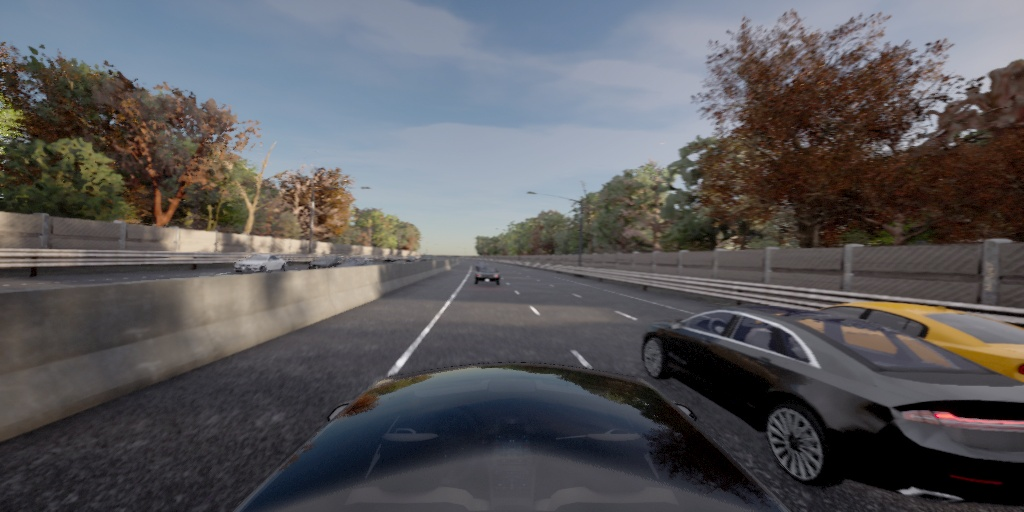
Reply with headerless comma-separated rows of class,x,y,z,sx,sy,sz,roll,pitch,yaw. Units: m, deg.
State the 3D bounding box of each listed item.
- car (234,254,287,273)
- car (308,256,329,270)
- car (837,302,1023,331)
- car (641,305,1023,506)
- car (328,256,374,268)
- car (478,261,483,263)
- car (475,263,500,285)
car,-19.671,0.590,28.336,1.812,1.442,4.674,3,0,-5
car,-16.510,0.750,32.356,1.837,1.490,4.892,3,-1,-5
car,6.853,1.584,6.637,1.882,1.535,5.008,3,0,-4
car,3.479,1.427,4.865,2.128,1.511,4.902,3,0,-4
car,-12.750,0.885,29.444,2.128,1.511,4.902,3,0,-5
car,-5.041,1.578,59.512,1.994,1.385,4.181,3,0,-6
car,-1.970,1.484,28.348,1.895,1.301,4.718,3,0,-5
